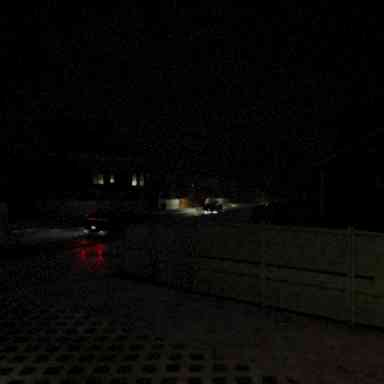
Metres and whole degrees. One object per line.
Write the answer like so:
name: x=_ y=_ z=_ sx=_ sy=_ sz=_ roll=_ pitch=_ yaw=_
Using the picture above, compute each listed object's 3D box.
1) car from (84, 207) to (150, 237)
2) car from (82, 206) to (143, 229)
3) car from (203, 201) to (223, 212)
car: x=-4.244 y=1.690 z=19.872 sx=2.128 sy=1.511 sz=4.902 roll=1 pitch=0 yaw=24
car: x=-5.595 y=1.769 z=24.165 sx=1.895 sy=1.301 sz=4.718 roll=1 pitch=0 yaw=23
car: x=3.061 y=2.009 z=47.755 sx=2.033 sy=1.411 sz=5.357 roll=1 pitch=0 yaw=18
